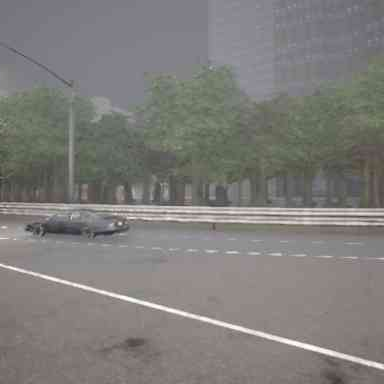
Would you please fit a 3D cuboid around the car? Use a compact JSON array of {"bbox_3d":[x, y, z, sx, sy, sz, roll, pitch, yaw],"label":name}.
[{"bbox_3d":[-5.782,1.556,16.764,5.357,1.411,2.033,0,0,20],"label":"car"}]
